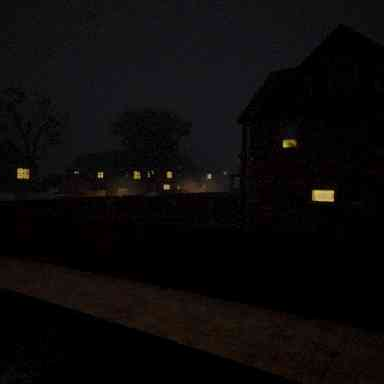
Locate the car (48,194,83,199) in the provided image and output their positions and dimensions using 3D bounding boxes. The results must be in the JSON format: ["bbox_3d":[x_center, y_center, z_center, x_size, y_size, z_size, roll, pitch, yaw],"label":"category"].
[{"bbox_3d":[-13.105,0.961,33.096,1.882,1.535,5.008,1,2,36],"label":"car"}]

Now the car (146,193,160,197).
[{"bbox_3d":[-5.286,0.776,43.667,1.895,1.301,4.718,1,2,37],"label":"car"}]
